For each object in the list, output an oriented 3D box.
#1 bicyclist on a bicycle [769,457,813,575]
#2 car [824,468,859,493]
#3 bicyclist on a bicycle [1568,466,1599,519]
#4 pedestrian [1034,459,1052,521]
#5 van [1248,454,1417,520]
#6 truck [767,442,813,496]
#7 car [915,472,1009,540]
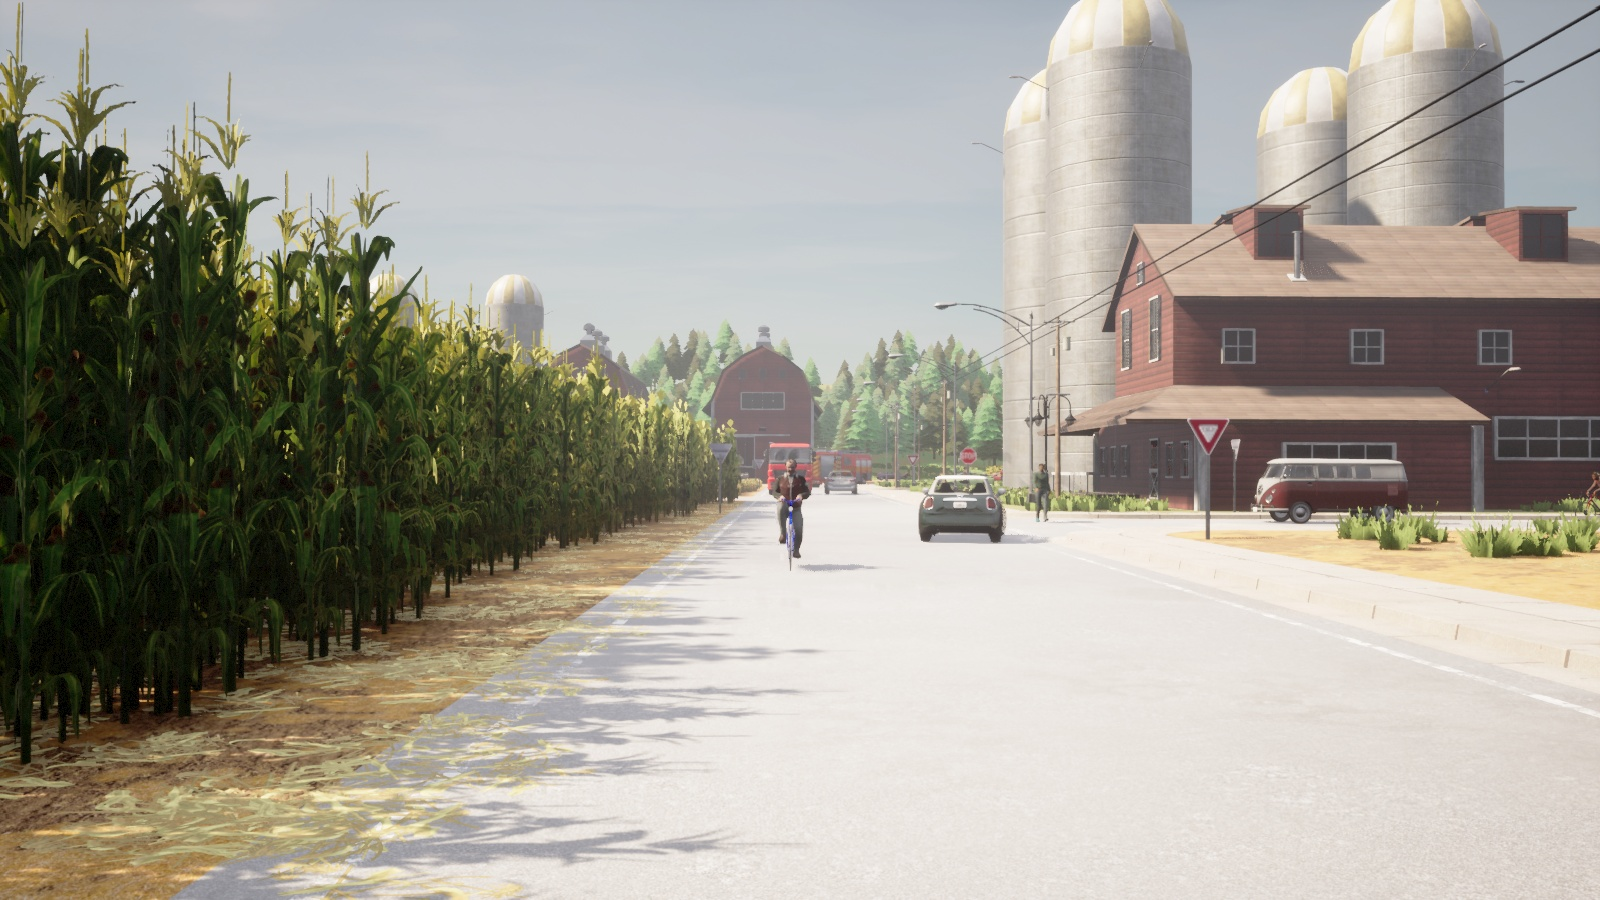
[{"bbox_3d":[-0.139,1.018,19.845,0.659,1.776,1.843,0,-1,0],"label":"bicyclist on a bicycle"},{"bbox_3d":[2.818,2.103,86.932,2.242,1.667,4.611,0,-1,0],"label":"car"},{"bbox_3d":[24.792,1.292,38.857,1.656,1.620,0.582,0,-1,-1],"label":"bicyclist on a bicycle"},{"bbox_3d":[7.294,1.192,37.700,0.353,1.847,0.614,0,-1,-4],"label":"pedestrian"},{"bbox_3d":[16.334,1.123,38.666,4.442,1.987,1.775,0,-1,-1],"label":"van"},{"bbox_3d":[-0.660,1.243,84.253,2.891,3.462,7.936,0,-1,0],"label":"truck"},{"bbox_3d":[3.870,1.260,29.550,1.970,1.475,3.806,0,-1,10],"label":"car"}]
